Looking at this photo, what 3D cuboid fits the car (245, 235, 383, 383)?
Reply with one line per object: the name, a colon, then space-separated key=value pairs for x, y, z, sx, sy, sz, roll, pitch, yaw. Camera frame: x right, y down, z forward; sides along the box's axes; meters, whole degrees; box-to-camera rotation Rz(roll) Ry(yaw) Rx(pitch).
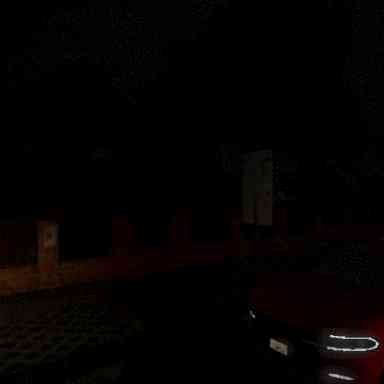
car: x=3.016 y=1.473 z=5.208 sx=5.008 sy=1.535 sz=1.882 roll=0 pitch=0 yaw=-35
